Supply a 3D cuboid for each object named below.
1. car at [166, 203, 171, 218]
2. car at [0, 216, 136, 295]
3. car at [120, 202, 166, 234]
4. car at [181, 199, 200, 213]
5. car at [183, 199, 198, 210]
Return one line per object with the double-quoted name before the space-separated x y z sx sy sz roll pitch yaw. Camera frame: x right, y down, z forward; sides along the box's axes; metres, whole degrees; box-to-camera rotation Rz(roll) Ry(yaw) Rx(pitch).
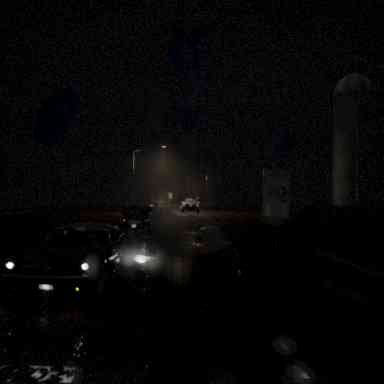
"car" -2.962 1.627 31.062 1.994 1.385 4.181 1 -1 -1
"car" -2.840 1.515 8.579 1.895 1.301 4.718 1 0 -1
"car" -2.910 1.453 19.123 2.128 1.511 4.902 1 0 0
"car" -0.163 1.564 40.046 2.097 1.767 4.553 1 -1 0
"car" -0.215 1.874 50.121 2.033 1.411 5.357 1 -1 0
